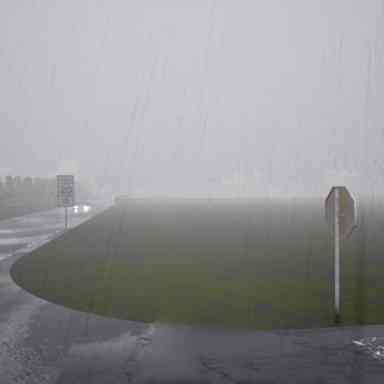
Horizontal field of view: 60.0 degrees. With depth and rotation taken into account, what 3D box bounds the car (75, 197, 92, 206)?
[{"bbox_3d":[-16.407,1.337,50.373,1.895,1.301,4.718,0,0,-9],"label":"car"}]
